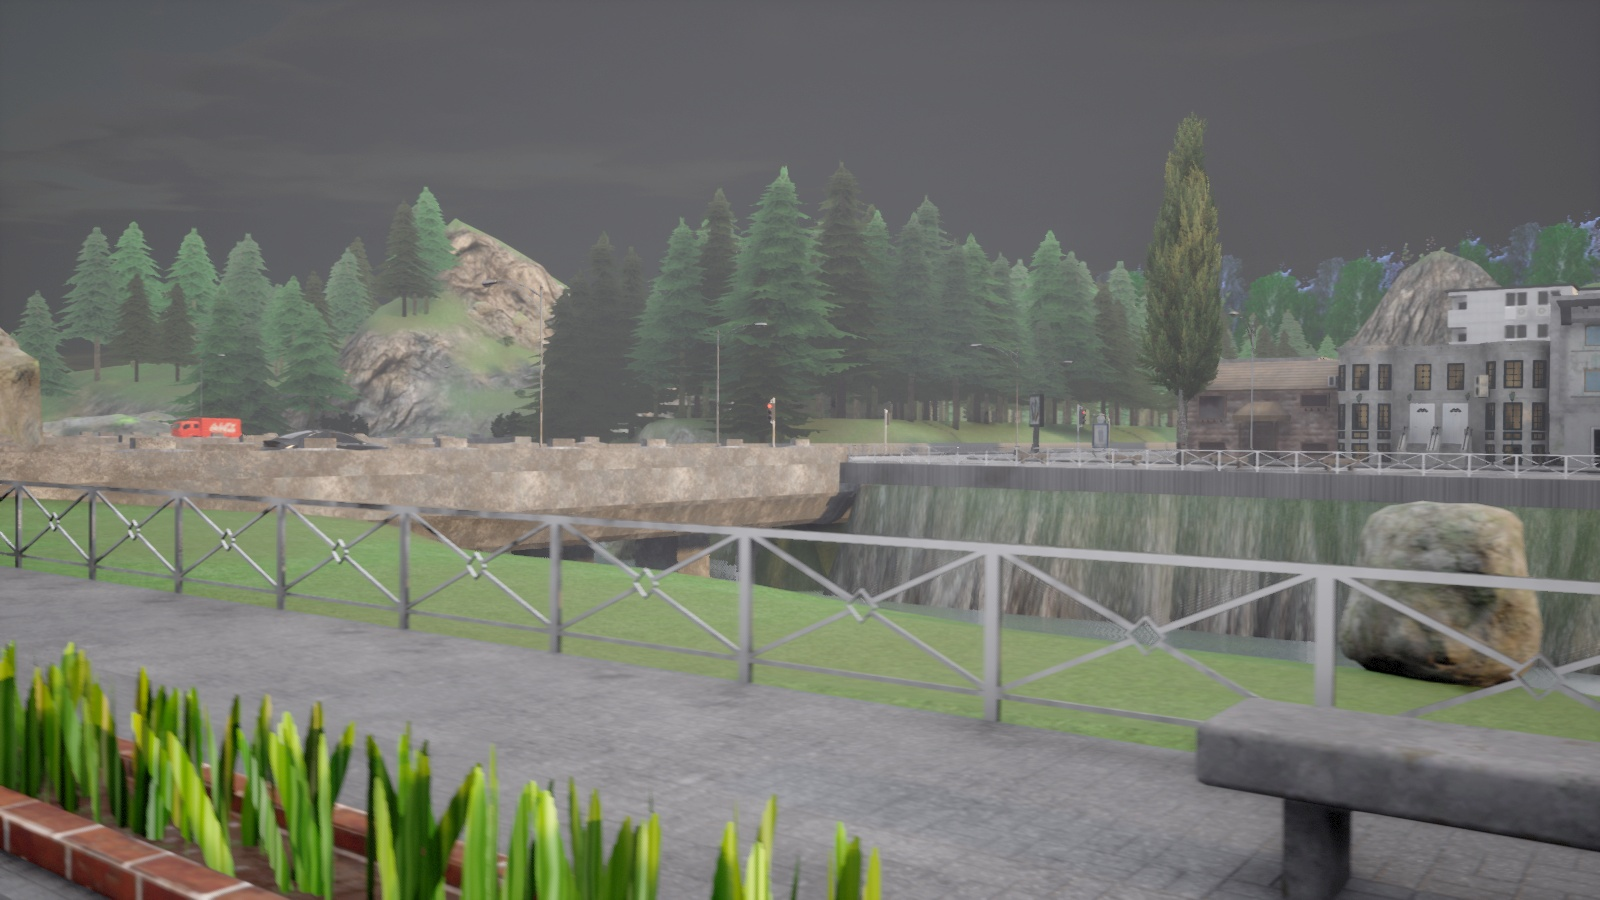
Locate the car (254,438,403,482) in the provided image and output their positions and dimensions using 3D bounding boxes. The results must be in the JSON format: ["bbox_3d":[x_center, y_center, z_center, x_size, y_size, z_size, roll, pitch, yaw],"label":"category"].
[{"bbox_3d":[-17.186,0.338,45.981,1.837,1.490,4.892,0,1,36],"label":"car"}]
